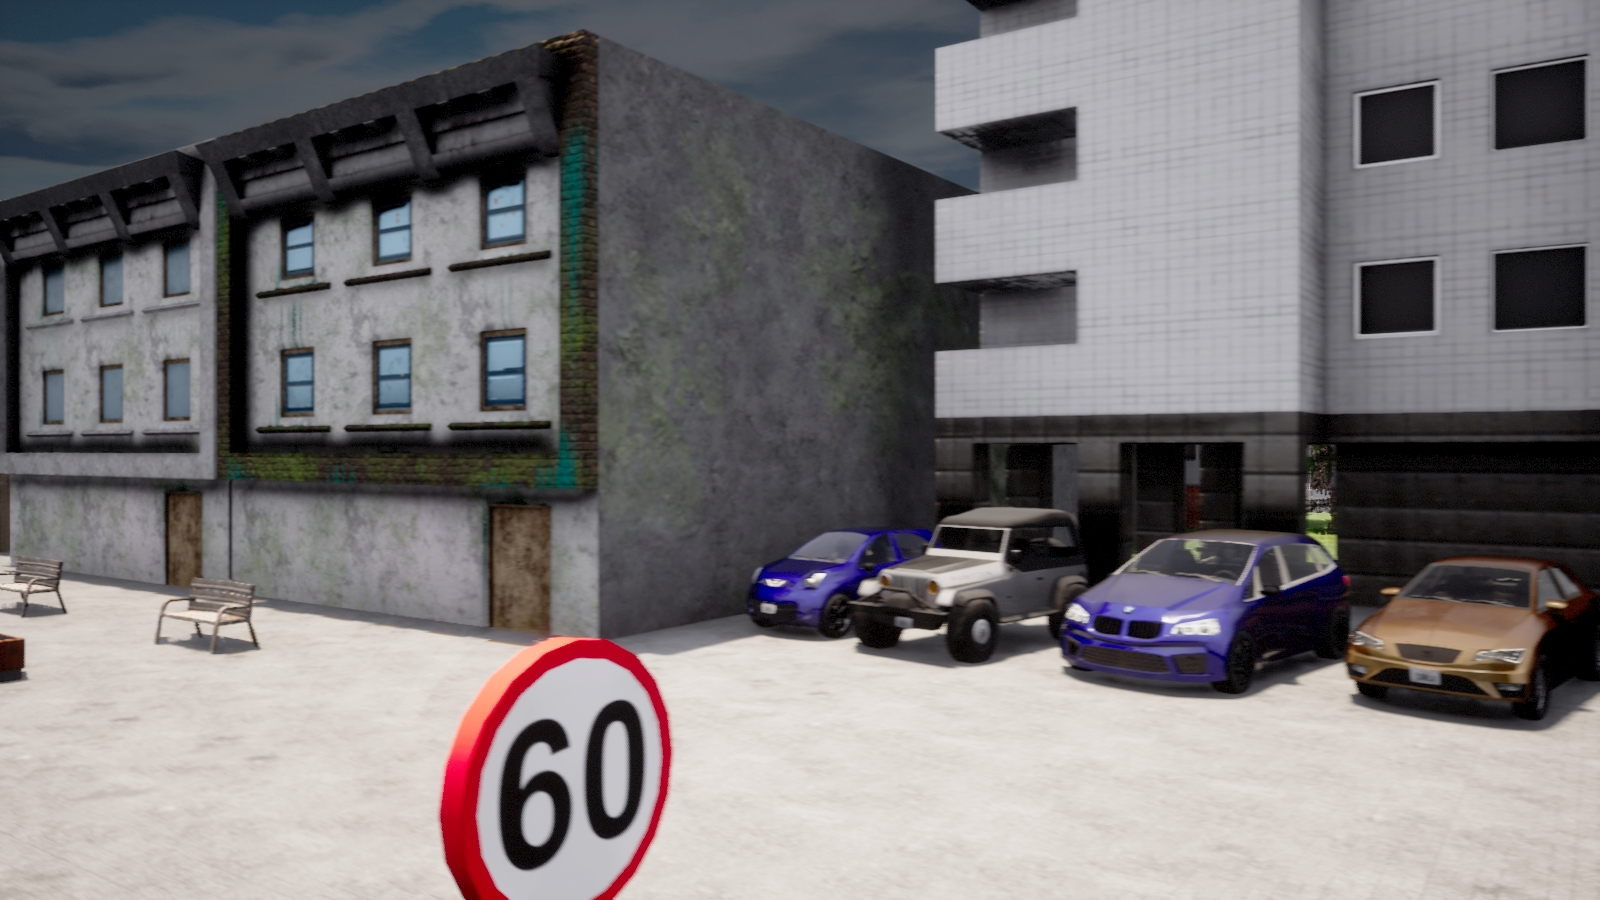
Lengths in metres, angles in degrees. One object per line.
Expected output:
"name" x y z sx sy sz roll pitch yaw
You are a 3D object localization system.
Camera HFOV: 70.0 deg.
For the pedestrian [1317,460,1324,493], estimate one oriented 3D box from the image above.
"pedestrian" 29.661 1.520 65.082 0.375 1.860 0.375 0 0 26
